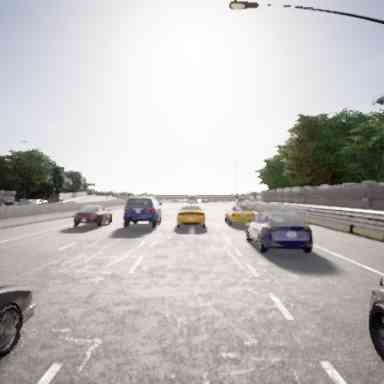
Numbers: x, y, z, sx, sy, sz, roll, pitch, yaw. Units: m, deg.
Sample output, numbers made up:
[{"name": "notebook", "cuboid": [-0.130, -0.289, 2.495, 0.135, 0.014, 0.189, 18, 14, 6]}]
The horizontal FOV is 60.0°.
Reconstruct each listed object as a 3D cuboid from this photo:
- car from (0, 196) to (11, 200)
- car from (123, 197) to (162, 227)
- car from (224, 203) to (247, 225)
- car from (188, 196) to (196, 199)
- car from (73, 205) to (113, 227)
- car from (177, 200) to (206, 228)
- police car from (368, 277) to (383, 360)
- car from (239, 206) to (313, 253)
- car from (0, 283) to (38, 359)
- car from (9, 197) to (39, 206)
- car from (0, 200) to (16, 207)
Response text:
[{"name": "car", "cuboid": [-27.999, 1.654, 48.486, 2.150, 2.045, 5.566, 0, -1, 0]}, {"name": "car", "cuboid": [-3.397, 1.341, 23.620, 2.150, 2.045, 5.566, 0, -1, 0]}, {"name": "car", "cuboid": [3.502, 1.593, 25.185, 1.801, 1.575, 5.366, 0, -1, 0]}, {"name": "car", "cuboid": [0.008, 1.948, 70.774, 2.150, 2.045, 5.566, 0, -1, 0]}, {"name": "car", "cuboid": [-6.898, 1.644, 23.519, 1.812, 1.442, 4.674, 0, -1, 0]}, {"name": "car", "cuboid": [-0.046, 1.594, 23.377, 1.882, 1.535, 5.008, 0, 0, 0]}, {"name": "police car", "cuboid": [3.500, 1.509, 2.967, 2.038, 1.542, 4.974, 0, 0, 0]}, {"name": "car", "cuboid": [3.501, 1.547, 14.012, 2.163, 1.488, 4.792, 0, 0, 0]}, {"name": "car", "cuboid": [-3.405, 1.551, 2.914, 2.033, 1.411, 5.357, 0, 0, 0]}, {"name": "car", "cuboid": [-24.494, 1.860, 49.297, 2.097, 1.767, 4.553, 0, -1, 0]}, {"name": "car", "cuboid": [-21.082, 1.858, 35.103, 1.895, 1.301, 4.718, 0, -1, 0]}]
